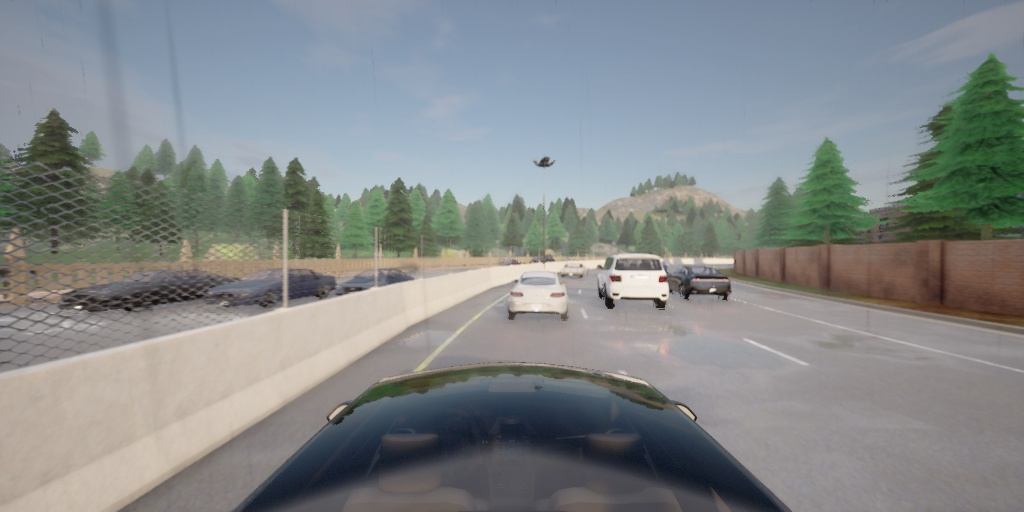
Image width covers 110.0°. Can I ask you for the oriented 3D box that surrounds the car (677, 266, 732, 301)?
[{"bbox_3d":[8.828,1.223,17.344,2.128,1.511,4.902,0,0,11],"label":"car"}]

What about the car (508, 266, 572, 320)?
[{"bbox_3d":[0.956,1.244,12.379,1.812,1.442,4.674,0,0,6],"label":"car"}]

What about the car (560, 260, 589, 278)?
[{"bbox_3d":[5.787,1.269,32.692,1.895,1.301,4.718,0,0,20],"label":"car"}]

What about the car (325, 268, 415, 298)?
[{"bbox_3d":[-5.813,1.245,15.755,1.994,1.385,4.181,0,0,9],"label":"car"}]

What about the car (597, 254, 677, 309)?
[{"bbox_3d":[4.840,0.945,14.964,2.150,2.045,5.566,0,0,9],"label":"car"}]

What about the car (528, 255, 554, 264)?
[{"bbox_3d":[4.582,0.810,54.917,2.150,2.045,5.566,0,0,31],"label":"car"}]

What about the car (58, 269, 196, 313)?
[{"bbox_3d":[-13.190,1.208,13.798,2.033,1.411,5.357,0,0,7],"label":"car"}]

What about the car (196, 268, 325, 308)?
[{"bbox_3d":[-9.517,1.218,14.948,2.033,1.411,5.357,0,0,8],"label":"car"}]

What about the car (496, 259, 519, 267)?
[{"bbox_3d":[-0.593,1.103,52.911,1.812,1.442,4.674,0,0,29],"label":"car"}]
